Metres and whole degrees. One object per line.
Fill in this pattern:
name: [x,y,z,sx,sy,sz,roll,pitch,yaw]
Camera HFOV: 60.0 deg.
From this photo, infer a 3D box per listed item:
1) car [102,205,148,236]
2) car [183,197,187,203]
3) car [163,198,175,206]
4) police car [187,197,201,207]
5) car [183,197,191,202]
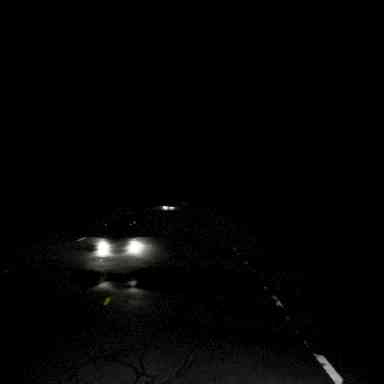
car: [-3.667,1.494,18.809,1.882,1.535,5.008,0,0,0]
car: [-1.016,1.868,77.613,2.128,1.511,4.902,0,-1,-2]
car: [-4.179,1.826,60.866,2.128,1.511,4.902,0,-1,-1]
police car: [0.637,1.730,58.554,1.930,1.638,5.238,0,-1,-1]
car: [-1.464,2.182,92.987,1.994,1.385,4.181,0,-1,-2]
